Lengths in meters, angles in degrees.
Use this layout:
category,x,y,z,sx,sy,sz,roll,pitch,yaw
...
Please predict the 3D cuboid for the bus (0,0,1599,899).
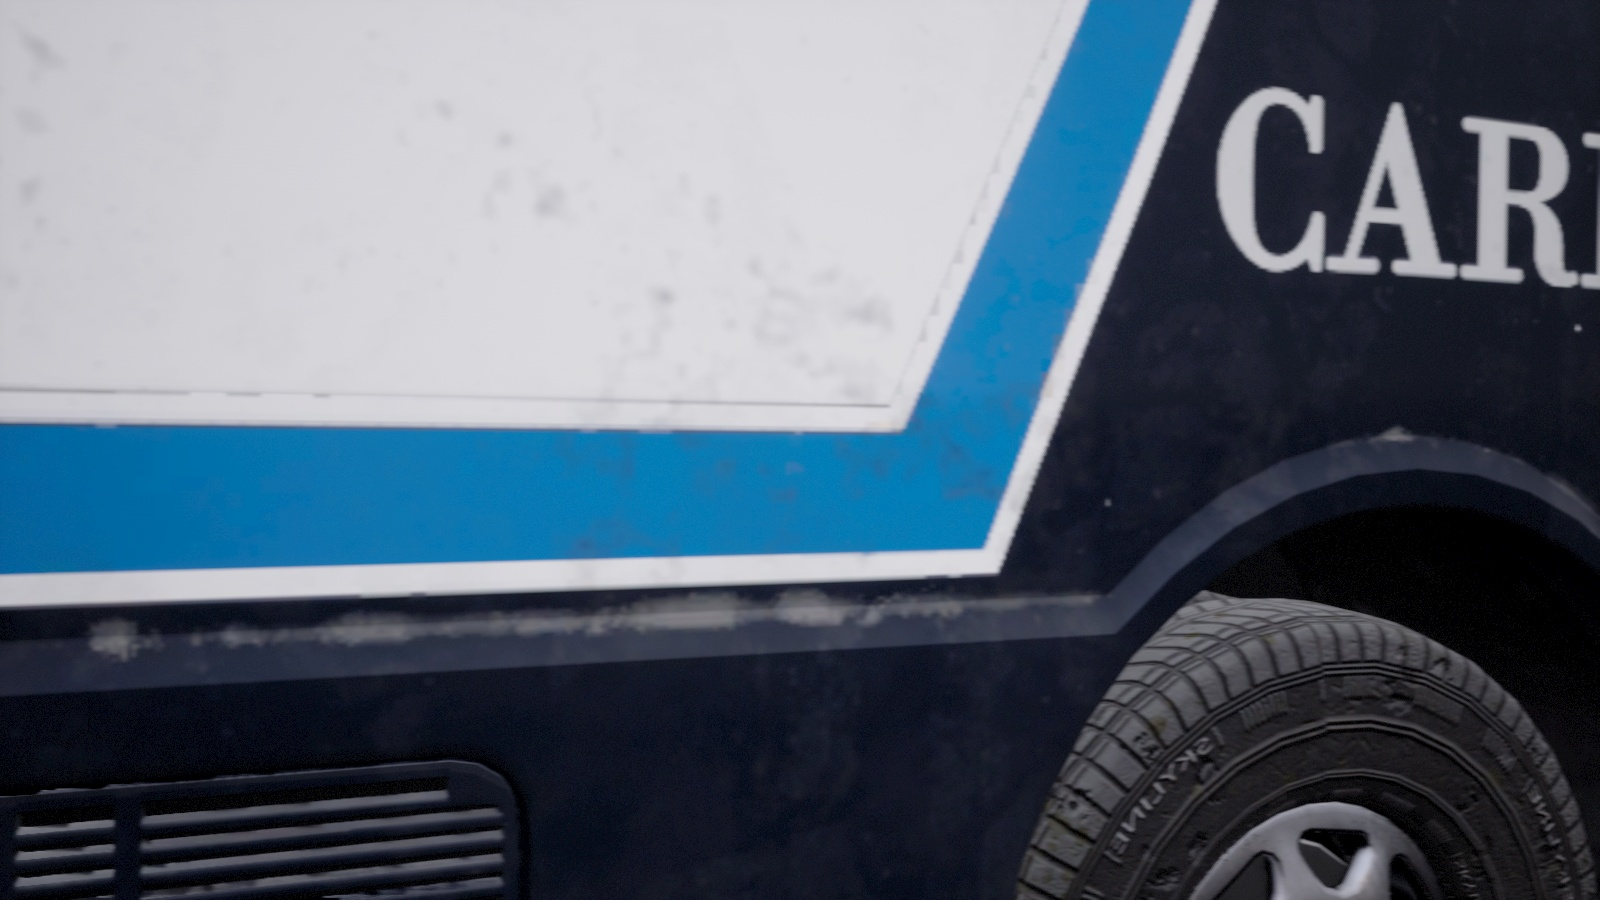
category,x,y,z,sx,sy,sz,roll,pitch,yaw
bus,-2.082,-0.596,2.433,10.273,4.253,3.944,-1,1,-21
